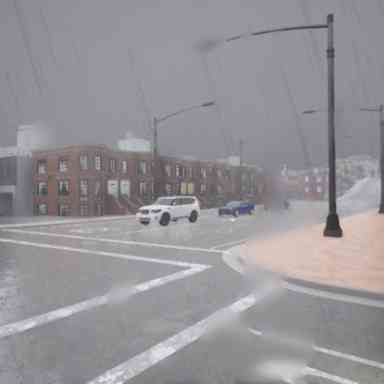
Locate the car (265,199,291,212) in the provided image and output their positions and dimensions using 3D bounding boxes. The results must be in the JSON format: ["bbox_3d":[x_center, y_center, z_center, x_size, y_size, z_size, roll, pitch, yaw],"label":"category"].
[{"bbox_3d":[10.640,1.630,41.115,1.812,1.442,4.674,-1,0,37],"label":"car"}]

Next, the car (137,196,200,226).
[{"bbox_3d":[-1.592,1.332,24.870,2.150,2.045,5.566,-1,-1,37],"label":"car"}]

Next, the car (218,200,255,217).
[{"bbox_3d":[4.449,1.585,32.899,1.882,1.535,5.008,-1,0,37],"label":"car"}]
